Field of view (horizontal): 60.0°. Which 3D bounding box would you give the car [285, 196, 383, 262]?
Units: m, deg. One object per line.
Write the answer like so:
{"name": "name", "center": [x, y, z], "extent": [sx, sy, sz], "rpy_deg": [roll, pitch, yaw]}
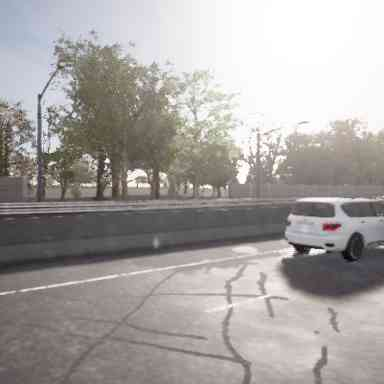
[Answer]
{"name": "car", "center": [5.851, 1.218, 12.285], "extent": [5.566, 2.045, 2.150], "rpy_deg": [0, 0, -35]}

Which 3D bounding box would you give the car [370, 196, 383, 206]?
{"name": "car", "center": [32.984, 1.493, 57.452], "extent": [5.008, 1.535, 1.882], "rpy_deg": [0, 0, -35]}
